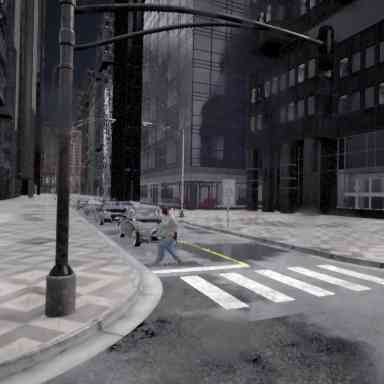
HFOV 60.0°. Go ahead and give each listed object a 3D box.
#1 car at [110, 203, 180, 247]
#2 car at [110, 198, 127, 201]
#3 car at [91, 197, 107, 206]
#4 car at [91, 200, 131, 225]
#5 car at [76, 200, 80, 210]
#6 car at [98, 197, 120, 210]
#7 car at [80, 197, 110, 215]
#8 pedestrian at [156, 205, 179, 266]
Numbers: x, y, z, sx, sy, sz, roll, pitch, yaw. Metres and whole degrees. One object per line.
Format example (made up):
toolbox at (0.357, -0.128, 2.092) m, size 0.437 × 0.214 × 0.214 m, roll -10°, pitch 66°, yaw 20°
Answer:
car at (-2.082, 1.459, 15.052) m, size 2.128 × 1.511 × 4.902 m, roll 1°, pitch 0°, yaw -23°
car at (-7.370, 1.578, 35.601) m, size 1.994 × 1.385 × 4.181 m, roll 1°, pitch 0°, yaw -23°
car at (-14.887, 1.550, 53.257) m, size 1.895 × 1.301 × 4.718 m, roll 1°, pitch 0°, yaw -23°
car at (-5.675, 1.523, 23.500) m, size 1.994 × 1.385 × 4.181 m, roll 1°, pitch 0°, yaw -23°
car at (-13.460, 1.487, 41.899) m, size 1.994 × 1.385 × 4.181 m, roll 1°, pitch 0°, yaw -22°
car at (-11.231, 1.479, 44.704) m, size 2.128 × 1.511 × 4.902 m, roll 1°, pitch 0°, yaw -23°
car at (-9.580, 1.473, 32.686) m, size 1.812 × 1.442 × 4.674 m, roll 1°, pitch 0°, yaw -23°
pedestrian at (-0.722, 1.247, 9.727) m, size 0.375 × 1.860 × 0.375 m, roll 2°, pitch -1°, yaw -23°
